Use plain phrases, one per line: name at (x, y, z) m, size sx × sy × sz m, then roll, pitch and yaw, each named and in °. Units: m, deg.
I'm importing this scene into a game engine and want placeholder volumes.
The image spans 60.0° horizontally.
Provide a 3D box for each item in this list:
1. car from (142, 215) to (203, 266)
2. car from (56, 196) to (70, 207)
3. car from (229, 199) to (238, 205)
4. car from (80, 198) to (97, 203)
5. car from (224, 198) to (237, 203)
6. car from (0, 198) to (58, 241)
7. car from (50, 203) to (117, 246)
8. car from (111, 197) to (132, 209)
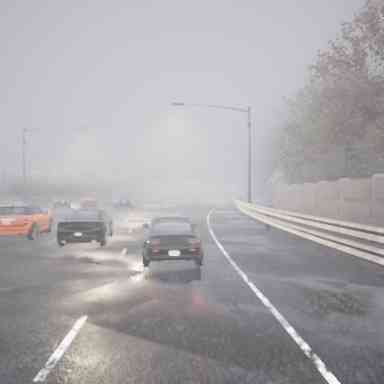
car at (-0.725, 1.527, 11.499) m, size 1.812 × 1.442 × 4.674 m, roll 0°, pitch 0°, yaw -6°
car at (-18.681, 1.416, 47.426) m, size 2.097 × 1.767 × 4.553 m, roll 0°, pitch 0°, yaw -26°
car at (11.534, 2.693, 92.740) m, size 1.812 × 1.442 × 4.674 m, roll 0°, pitch -4°, yaw 14°
car at (-14.939, 1.528, 47.765) m, size 1.882 × 1.535 × 5.008 m, roll 0°, pitch 0°, yaw -26°
car at (9.145, 2.161, 82.635) m, size 2.128 × 1.511 × 4.902 m, roll 0°, pitch -3°, yaw 13°
car at (-8.576, 1.382, 16.896) m, size 2.097 × 1.767 × 4.553 m, roll 0°, pitch 0°, yaw -9°
car at (-4.768, 1.494, 15.396) m, size 1.882 × 1.535 × 5.008 m, roll 0°, pitch 0°, yaw -8°
car at (-9.473, 1.383, 44.273) m, size 2.097 × 1.767 × 4.553 m, roll 0°, pitch 0°, yaw -23°
